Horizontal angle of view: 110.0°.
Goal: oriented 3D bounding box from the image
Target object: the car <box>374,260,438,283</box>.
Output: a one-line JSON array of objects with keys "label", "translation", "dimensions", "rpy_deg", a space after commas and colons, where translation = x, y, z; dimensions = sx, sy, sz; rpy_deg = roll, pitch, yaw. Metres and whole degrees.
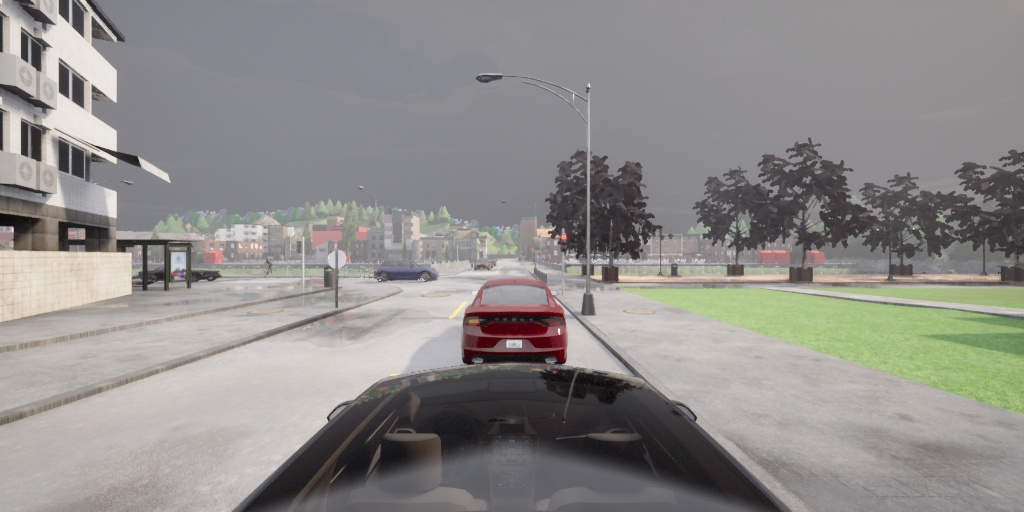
[{"label": "car", "translation": [-7.957, 1.101, 27.324], "dimensions": [4.553, 1.767, 2.097], "rpy_deg": [0, 0, -7]}]

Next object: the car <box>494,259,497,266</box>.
[{"label": "car", "translation": [-4.055, 1.241, 59.541], "dimensions": [2.128, 1.511, 4.902], "rpy_deg": [0, 0, 0]}]

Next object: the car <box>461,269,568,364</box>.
[{"label": "car", "translation": [0.055, 1.228, 8.097], "dimensions": [1.882, 1.535, 5.008], "rpy_deg": [0, 0, 0]}]

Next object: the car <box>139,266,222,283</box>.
[{"label": "car", "translation": [-24.772, 1.351, 26.899], "dimensions": [4.718, 1.301, 1.895], "rpy_deg": [0, 0, 0]}]

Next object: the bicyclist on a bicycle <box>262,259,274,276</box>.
[{"label": "bicyclist on a bicycle", "translation": [-24.011, 1.099, 35.296], "dimensions": [0.582, 1.620, 1.656], "rpy_deg": [0, 0, 0]}]

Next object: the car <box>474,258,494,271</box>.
[{"label": "car", "translation": [-4.074, 1.102, 50.297], "dimensions": [2.097, 1.767, 4.553], "rpy_deg": [0, 0, 0]}]
